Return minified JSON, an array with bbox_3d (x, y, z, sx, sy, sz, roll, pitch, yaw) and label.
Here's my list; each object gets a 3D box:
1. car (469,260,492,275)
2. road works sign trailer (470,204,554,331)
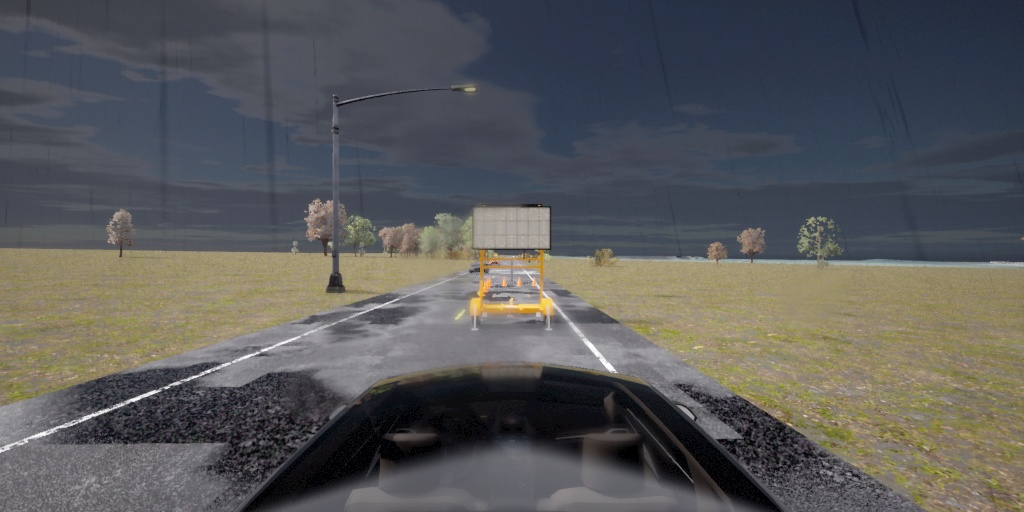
[{"bbox_3d":[-3.620,1.317,39.808,1.994,1.385,4.181,0,0,0],"label":"car"},{"bbox_3d":[-0.005,0.215,11.033,2.380,3.560,2.880,0,0,0],"label":"road works sign trailer"}]
